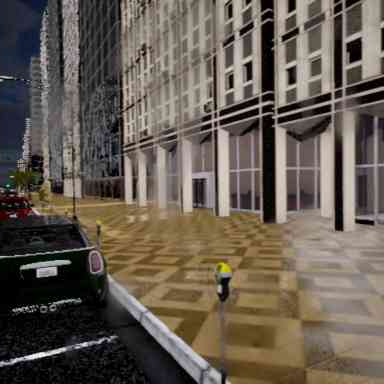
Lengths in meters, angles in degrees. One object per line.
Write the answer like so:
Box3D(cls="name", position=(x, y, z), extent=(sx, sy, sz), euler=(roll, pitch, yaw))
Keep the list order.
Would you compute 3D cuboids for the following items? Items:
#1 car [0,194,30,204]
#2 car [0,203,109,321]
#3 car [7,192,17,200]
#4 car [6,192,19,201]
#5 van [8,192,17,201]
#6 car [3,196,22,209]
Box3D(cls="car", position=(-9.450, 1.194, 17.574), extent=(2.192, 1.841, 5.009), euler=(-2, 1, -28))
Box3D(cls="car", position=(-3.332, 1.287, 7.183), extent=(2.097, 1.767, 4.553), euler=(-2, 1, -28))
Box3D(cls="car", position=(-41.909, 0.940, 77.559), extent=(1.967, 1.590, 4.097), euler=(-2, 1, -28))
Box3D(cls="car", position=(-36.503, 0.879, 67.559), extent=(2.192, 1.841, 5.009), euler=(-2, 1, -28))
Box3D(cls="van", position=(-39.207, 0.873, 72.558), extent=(1.690, 1.788, 3.998), euler=(-2, 1, -28))
Box3D(cls="car", position=(-22.969, 1.273, 42.572), extent=(2.008, 1.369, 4.403), euler=(-2, 1, -28))
